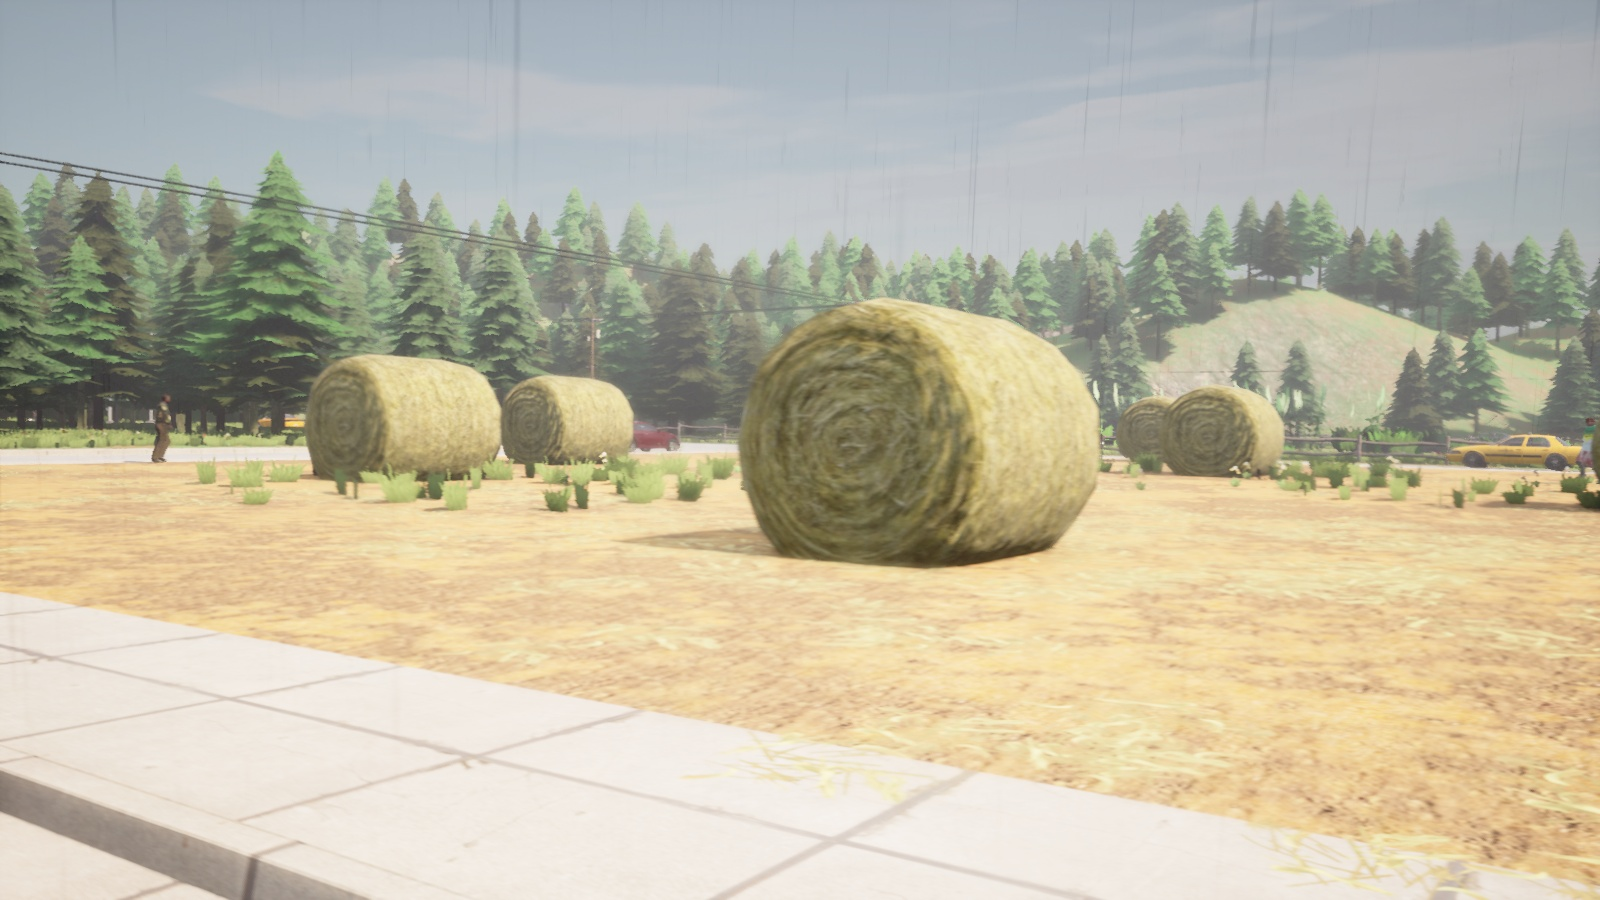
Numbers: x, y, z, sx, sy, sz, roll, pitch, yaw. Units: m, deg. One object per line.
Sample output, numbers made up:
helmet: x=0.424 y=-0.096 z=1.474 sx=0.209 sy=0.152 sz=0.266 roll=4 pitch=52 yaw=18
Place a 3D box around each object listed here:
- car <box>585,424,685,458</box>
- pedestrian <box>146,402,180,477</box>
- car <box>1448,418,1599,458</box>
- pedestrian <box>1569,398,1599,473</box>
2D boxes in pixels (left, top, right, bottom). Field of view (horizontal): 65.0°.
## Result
car: x=-7.410 y=-0.447 z=56.809 sx=1.812 sy=1.442 sz=4.674 roll=1 pitch=2 yaw=35
pedestrian: x=-16.628 y=-0.288 z=32.790 sx=0.692 sy=1.930 sz=0.395 roll=-1 pitch=2 yaw=-38
car: x=29.556 y=-0.518 z=51.118 sx=5.366 sy=1.575 sz=1.801 roll=1 pitch=2 yaw=37
pedestrian: x=21.024 y=-0.393 z=33.288 sx=0.873 sy=1.952 sz=0.659 roll=0 pitch=1 yaw=-12
